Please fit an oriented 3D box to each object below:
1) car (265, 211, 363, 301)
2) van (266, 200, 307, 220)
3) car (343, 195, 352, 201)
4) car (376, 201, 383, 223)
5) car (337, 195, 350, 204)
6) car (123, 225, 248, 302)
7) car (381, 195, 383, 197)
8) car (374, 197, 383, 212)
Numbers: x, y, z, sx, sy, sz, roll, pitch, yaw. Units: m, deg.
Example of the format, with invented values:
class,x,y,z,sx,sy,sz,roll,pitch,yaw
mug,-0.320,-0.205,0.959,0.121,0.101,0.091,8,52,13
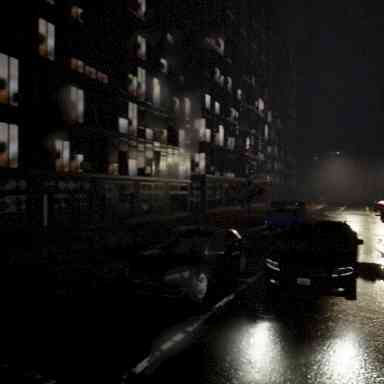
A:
class,x,y,z,sx,sy,sz,roll,pitch,yaw
car,3.345,1.489,8.750,1.882,1.535,5.008,0,0,27
van,5.326,1.356,18.438,1.690,1.788,3.998,0,0,27
car,39.306,1.548,84.181,1.947,1.339,4.313,0,0,27
car,15.075,1.627,24.733,1.895,1.301,4.718,0,0,28
car,28.851,1.552,63.953,1.887,1.381,4.507,0,0,27
car,0.097,1.556,8.325,2.008,1.369,4.403,0,0,27
car,44.134,1.566,75.269,1.947,1.339,4.313,0,0,27
car,21.869,1.591,37.876,1.994,1.385,4.181,0,0,28
